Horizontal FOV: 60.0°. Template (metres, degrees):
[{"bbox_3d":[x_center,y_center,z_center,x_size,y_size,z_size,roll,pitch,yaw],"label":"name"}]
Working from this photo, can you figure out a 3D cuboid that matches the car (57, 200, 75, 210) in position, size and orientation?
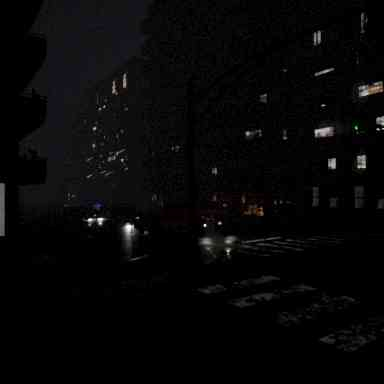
[{"bbox_3d":[-25.122,2.524,66.278,2.192,1.841,5.009,-1,0,-36],"label":"car"}]

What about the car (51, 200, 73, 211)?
[{"bbox_3d":[-22.621,2.565,58.499,2.128,1.511,4.902,0,-1,-36],"label":"car"}]

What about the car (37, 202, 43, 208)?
[{"bbox_3d":[-35.087,3.050,80.036,1.887,1.381,4.507,-1,0,-36],"label":"car"}]

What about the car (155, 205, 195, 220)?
[{"bbox_3d":[-1.853,2.045,34.177,1.887,1.381,4.507,-1,0,-36],"label":"car"}]

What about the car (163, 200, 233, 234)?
[{"bbox_3d":[0.013,1.532,21.804,2.150,2.045,5.566,0,-1,-36],"label":"car"}]

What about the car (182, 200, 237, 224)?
[{"bbox_3d":[1.464,1.713,29.592,2.192,1.841,5.009,-1,0,-36],"label":"car"}]

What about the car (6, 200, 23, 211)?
[{"bbox_3d":[-35.169,2.640,65.917,2.192,1.841,5.009,-1,0,-36],"label":"car"}]

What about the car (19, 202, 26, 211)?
[{"bbox_3d":[-31.840,2.770,61.332,1.887,1.381,4.507,-1,0,-36],"label":"car"}]

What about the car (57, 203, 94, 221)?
[{"bbox_3d":[-11.899,2.163,33.816,1.887,1.381,4.507,-1,0,-36],"label":"car"}]

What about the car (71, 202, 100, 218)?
[{"bbox_3d":[-12.198,2.234,38.685,2.033,1.411,5.357,0,-1,-36],"label":"car"}]

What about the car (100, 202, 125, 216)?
[{"bbox_3d":[-8.691,2.004,39.278,2.097,1.767,4.553,0,-1,-36],"label":"car"}]

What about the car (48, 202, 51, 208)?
[{"bbox_3d":[-28.446,2.624,70.865,2.192,1.841,5.009,-1,0,-36],"label":"car"}]

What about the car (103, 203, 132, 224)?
[{"bbox_3d":[-6.048,2.003,30.181,1.837,1.490,4.892,0,-1,-36],"label":"car"}]

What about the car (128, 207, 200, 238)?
[{"bbox_3d":[-1.829,1.833,19.920,1.752,1.417,4.829,-1,0,-36],"label":"car"}]

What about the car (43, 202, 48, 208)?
[{"bbox_3d":[-31.763,2.973,75.450,1.947,1.339,4.313,-1,0,-36],"label":"car"}]

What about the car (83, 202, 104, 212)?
[{"bbox_3d":[-16.368,2.433,55.051,1.882,1.535,5.008,0,-1,-36],"label":"car"}]

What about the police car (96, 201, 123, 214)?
[{"bbox_3d":[-12.330,2.257,49.469,1.930,1.638,5.238,0,-1,-36],"label":"police car"}]
